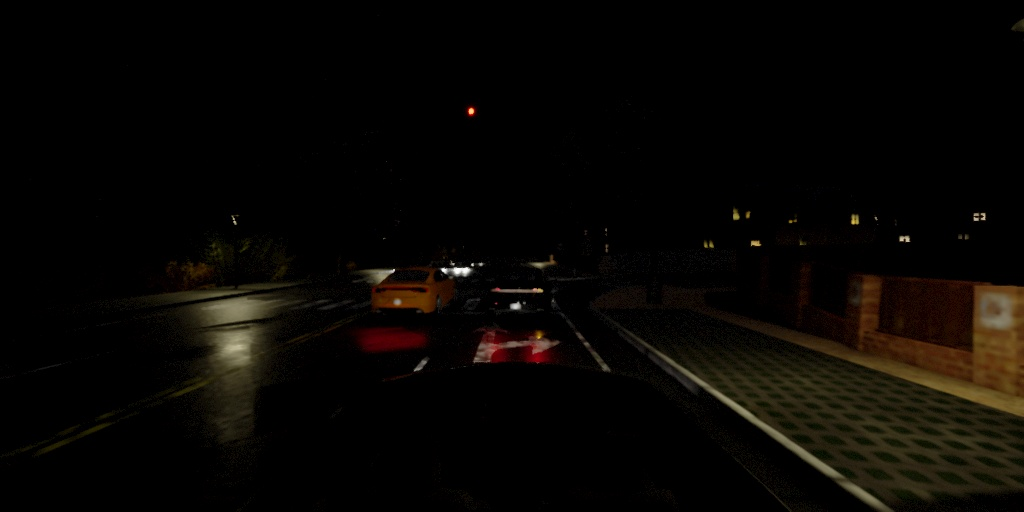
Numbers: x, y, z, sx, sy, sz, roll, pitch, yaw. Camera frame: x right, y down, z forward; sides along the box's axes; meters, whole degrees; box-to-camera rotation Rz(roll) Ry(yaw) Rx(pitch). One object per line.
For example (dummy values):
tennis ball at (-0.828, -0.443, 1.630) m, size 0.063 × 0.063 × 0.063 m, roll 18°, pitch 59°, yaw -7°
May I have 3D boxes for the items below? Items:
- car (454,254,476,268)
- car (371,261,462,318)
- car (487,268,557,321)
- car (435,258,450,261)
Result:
car at (-6.532, 0.764, 48.129) m, size 2.128 × 1.511 × 4.902 m, roll 0°, pitch 1°, yaw 0°
car at (-3.181, 1.113, 12.515) m, size 1.882 × 1.535 × 5.008 m, roll 0°, pitch 1°, yaw 1°
car at (0.420, 1.131, 12.094) m, size 2.128 × 1.511 × 4.902 m, roll 0°, pitch 1°, yaw 8°
car at (-9.776, 0.862, 49.312) m, size 1.895 × 1.301 × 4.718 m, roll 0°, pitch 1°, yaw 0°
